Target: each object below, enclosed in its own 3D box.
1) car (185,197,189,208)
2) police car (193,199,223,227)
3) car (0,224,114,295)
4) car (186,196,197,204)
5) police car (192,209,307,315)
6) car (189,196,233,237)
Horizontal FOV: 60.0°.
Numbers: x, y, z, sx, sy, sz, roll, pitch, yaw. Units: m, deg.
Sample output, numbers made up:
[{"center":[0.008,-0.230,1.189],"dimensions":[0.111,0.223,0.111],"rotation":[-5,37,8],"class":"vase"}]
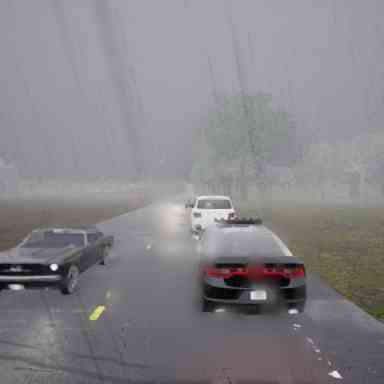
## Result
[{"center":[-0.002,1.480,45.574],"dimensions":[2.033,1.411,5.357],"rotation":[0,0,1],"class":"car"},{"center":[1.028,1.407,23.814],"dimensions":[1.930,1.638,5.238],"rotation":[0,0,0],"class":"police car"},{"center":[-3.509,1.596,8.855],"dimensions":[1.895,1.301,4.718],"rotation":[0,0,0],"class":"car"},{"center":[-0.058,1.482,60.432],"dimensions":[1.895,1.301,4.718],"rotation":[0,0,0],"class":"car"},{"center":[1.043,1.421,7.811],"dimensions":[1.930,1.638,5.238],"rotation":[0,0,0],"class":"police car"},{"center":[1.034,1.213,17.732],"dimensions":[2.150,2.045,5.566],"rotation":[0,0,0],"class":"car"}]
